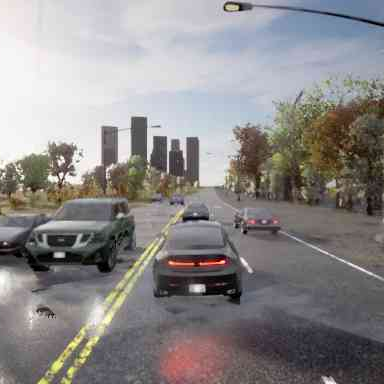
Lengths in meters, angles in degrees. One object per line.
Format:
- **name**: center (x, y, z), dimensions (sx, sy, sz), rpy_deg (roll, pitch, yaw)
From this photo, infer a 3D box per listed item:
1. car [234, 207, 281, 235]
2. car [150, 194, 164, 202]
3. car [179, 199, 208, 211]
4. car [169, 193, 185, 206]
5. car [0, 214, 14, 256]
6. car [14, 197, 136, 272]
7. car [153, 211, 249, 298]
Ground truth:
- **car**: center (3.505, 1.522, 18.731), dimensions (2.033, 1.411, 5.357), rpy_deg (0, 0, 0)
- **car**: center (-5.618, 1.038, 54.095), dimensions (1.882, 1.535, 5.008), rpy_deg (0, 0, 2)
- **car**: center (0.298, 1.526, 25.693), dimensions (1.994, 1.385, 4.181), rpy_deg (-1, 1, 2)
- **car**: center (-2.371, 1.122, 53.959), dimensions (2.150, 2.045, 5.566), rpy_deg (0, 0, 2)
- **car**: center (-6.538, 1.543, 12.987), dimensions (2.033, 1.411, 5.357), rpy_deg (0, 0, 0)
- **car**: center (-3.302, 1.218, 11.100), dimensions (2.150, 2.045, 5.566), rpy_deg (0, 0, 0)
- **car**: center (0.120, 1.490, 8.503), dimensions (1.837, 1.490, 4.892), rpy_deg (-1, 1, 1)
